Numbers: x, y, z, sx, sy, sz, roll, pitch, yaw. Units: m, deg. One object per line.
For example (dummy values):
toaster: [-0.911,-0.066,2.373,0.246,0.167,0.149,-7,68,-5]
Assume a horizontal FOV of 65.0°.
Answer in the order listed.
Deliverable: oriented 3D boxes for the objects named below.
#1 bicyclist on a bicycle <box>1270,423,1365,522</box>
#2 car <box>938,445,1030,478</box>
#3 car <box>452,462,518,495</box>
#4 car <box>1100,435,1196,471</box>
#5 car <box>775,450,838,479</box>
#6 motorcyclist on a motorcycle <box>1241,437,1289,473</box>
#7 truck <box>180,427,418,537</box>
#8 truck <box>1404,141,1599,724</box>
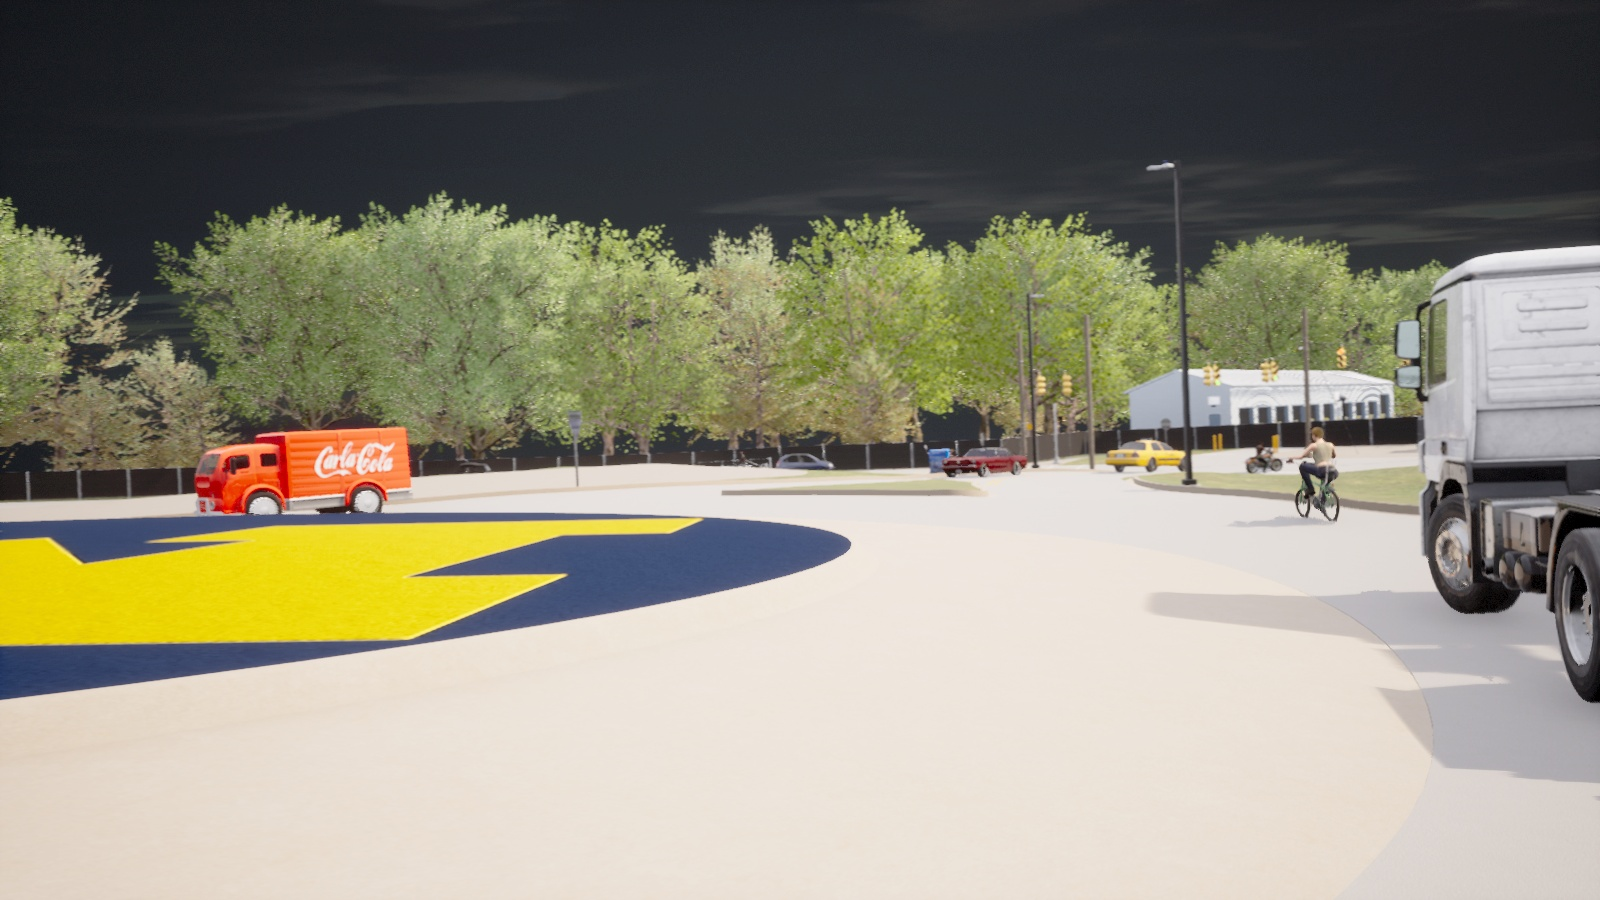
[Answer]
bicyclist on a bicycle: [8.910,0.364,21.691,0.866,1.612,1.509,-2,1,-5]
car: [8.300,0.504,56.296,1.895,1.301,4.718,-2,0,39]
car: [-20.496,1.815,81.805,3.866,1.878,1.905,-2,2,-6]
car: [15.974,0.125,57.507,5.366,1.575,1.801,0,0,-45]
car: [0.467,0.960,82.920,3.988,1.617,1.851,-2,2,3]
motorcyclist on a motorcycle: [23.126,0.223,62.428,2.350,1.649,0.766,-3,2,-26]
truck: [-13.412,0.786,33.809,5.204,2.467,2.627,-5,2,-43]
truck: [6.808,-0.184,9.310,2.891,3.462,7.936,-2,1,17]
